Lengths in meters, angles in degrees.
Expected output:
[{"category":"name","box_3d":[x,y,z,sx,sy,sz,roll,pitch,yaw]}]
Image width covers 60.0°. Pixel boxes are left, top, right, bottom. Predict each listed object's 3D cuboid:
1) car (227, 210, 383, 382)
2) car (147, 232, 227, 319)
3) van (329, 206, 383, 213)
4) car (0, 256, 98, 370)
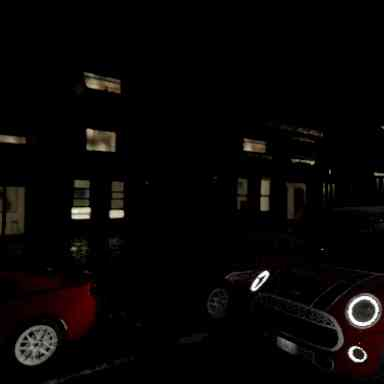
[{"category":"car","box_3d":[3.031,1.355,5.526,4.553,1.767,2.097,0,0,-35]},{"category":"car","box_3d":[1.173,1.548,7.381,4.507,1.381,1.887,0,1,-35]},{"category":"van","box_3d":[5.805,1.348,10.681,3.998,1.788,1.690,0,1,-35]},{"category":"car","box_3d":[-3.497,1.545,4.143,4.507,1.381,1.887,0,1,-35]}]
